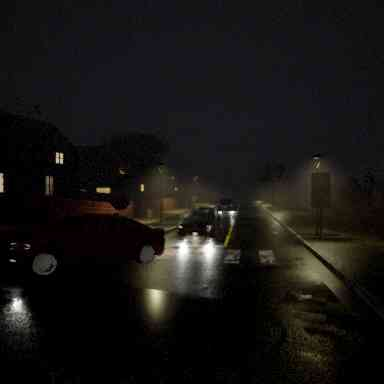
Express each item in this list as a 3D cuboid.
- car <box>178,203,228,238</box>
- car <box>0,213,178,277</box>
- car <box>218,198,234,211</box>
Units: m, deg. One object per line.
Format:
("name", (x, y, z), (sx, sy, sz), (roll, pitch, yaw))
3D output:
("car", (0.592, 1.538, 17.974), (2.033, 1.411, 5.357), (0, 0, 10))
("car", (-3.040, 1.374, 9.985), (5.008, 1.535, 1.882), (6, -1, -44))
("car", (4.148, 1.492, 40.313), (1.812, 1.442, 4.674), (0, 0, 9))
